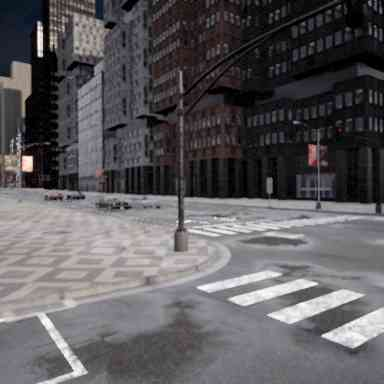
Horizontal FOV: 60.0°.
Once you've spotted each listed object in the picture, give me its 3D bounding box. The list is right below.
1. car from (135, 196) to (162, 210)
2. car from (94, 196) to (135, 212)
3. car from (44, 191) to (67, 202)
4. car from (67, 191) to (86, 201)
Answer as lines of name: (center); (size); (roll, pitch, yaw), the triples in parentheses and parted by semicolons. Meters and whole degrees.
car: (-4.827, 1.047, 33.081); (1.895, 1.301, 4.718); (-1, 1, -36)
car: (-7.463, 1.085, 31.179); (1.895, 1.301, 4.718); (-1, 1, -36)
car: (-20.714, 0.624, 49.744); (1.882, 1.535, 5.008); (-1, 1, -35)
car: (-18.079, 0.586, 51.648); (1.882, 1.535, 5.008); (-1, 1, -35)
